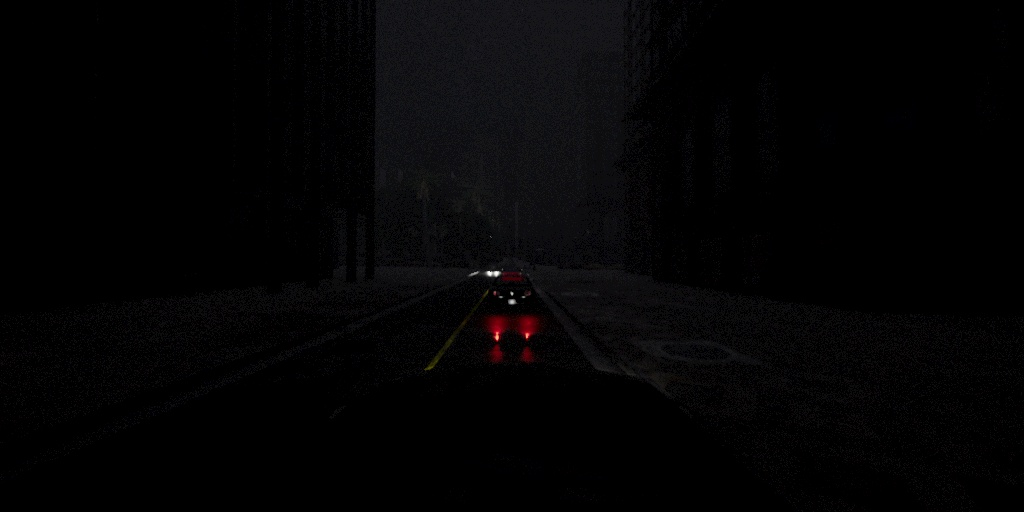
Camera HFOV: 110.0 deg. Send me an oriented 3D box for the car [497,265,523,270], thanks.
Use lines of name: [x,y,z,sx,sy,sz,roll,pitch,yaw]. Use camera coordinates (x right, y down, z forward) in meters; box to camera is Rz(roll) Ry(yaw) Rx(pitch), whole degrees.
car: [0.011,1.586,31.136,1.994,1.385,4.181,0,0,0]

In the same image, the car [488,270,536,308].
car: [0.005,1.482,15.952,1.895,1.301,4.718,0,0,0]

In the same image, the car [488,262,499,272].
car: [-2.993,1.790,59.281,2.128,1.511,4.902,0,-1,0]
